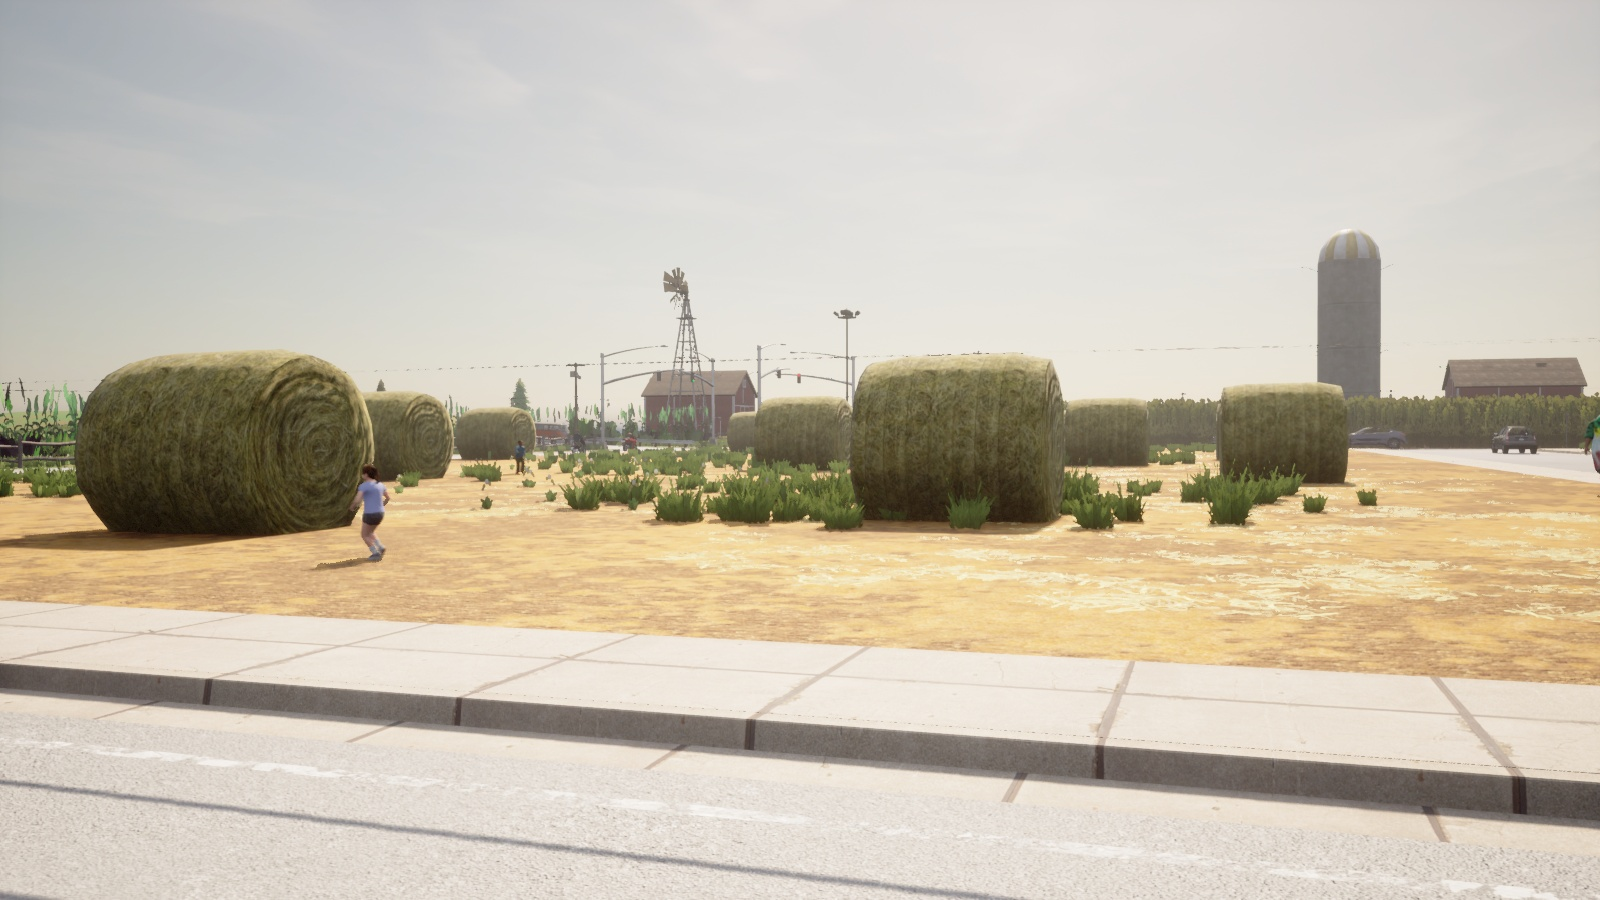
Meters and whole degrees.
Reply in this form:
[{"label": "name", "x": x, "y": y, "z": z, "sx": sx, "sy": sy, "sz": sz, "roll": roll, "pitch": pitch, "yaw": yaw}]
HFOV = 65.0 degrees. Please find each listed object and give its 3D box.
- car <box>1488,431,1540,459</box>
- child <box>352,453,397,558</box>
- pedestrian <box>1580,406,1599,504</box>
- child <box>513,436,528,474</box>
[{"label": "car", "x": 42.010, "y": -0.328, "z": 73.927, "sx": 1.851, "sy": 1.617, "sz": 3.988, "roll": 1, "pitch": 1, "yaw": 18}, {"label": "child", "x": -4.628, "y": 0.596, "z": 13.656, "sx": 0.394, "sy": 1.110, "sz": 0.255, "roll": 1, "pitch": 1, "yaw": 29}, {"label": "pedestrian", "x": 16.350, "y": 0.099, "z": 25.501, "sx": 0.659, "sy": 1.952, "sz": 0.873, "roll": 1, "pitch": 1, "yaw": 19}, {"label": "child", "x": -8.832, "y": 0.163, "z": 39.676, "sx": 0.343, "sy": 1.192, "sz": 0.448, "roll": 0, "pitch": 1, "yaw": -29}]
